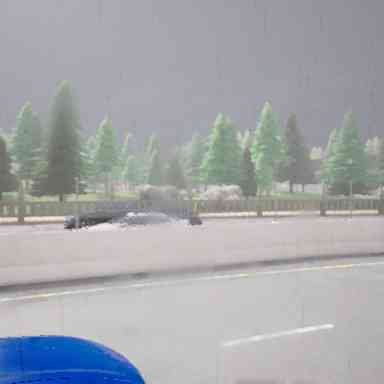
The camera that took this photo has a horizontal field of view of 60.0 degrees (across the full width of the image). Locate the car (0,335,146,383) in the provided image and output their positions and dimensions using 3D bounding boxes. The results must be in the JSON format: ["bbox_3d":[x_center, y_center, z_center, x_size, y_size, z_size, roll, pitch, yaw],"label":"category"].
[{"bbox_3d":[-2.606,1.478,1.519,5.008,1.535,1.882,0,0,-24],"label":"car"}]

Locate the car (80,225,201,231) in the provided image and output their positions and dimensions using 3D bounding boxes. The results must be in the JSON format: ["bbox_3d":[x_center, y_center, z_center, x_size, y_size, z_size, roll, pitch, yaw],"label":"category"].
[{"bbox_3d":[-2.256,1.518,13.134,4.674,1.442,1.812,0,0,-20],"label":"car"}]
